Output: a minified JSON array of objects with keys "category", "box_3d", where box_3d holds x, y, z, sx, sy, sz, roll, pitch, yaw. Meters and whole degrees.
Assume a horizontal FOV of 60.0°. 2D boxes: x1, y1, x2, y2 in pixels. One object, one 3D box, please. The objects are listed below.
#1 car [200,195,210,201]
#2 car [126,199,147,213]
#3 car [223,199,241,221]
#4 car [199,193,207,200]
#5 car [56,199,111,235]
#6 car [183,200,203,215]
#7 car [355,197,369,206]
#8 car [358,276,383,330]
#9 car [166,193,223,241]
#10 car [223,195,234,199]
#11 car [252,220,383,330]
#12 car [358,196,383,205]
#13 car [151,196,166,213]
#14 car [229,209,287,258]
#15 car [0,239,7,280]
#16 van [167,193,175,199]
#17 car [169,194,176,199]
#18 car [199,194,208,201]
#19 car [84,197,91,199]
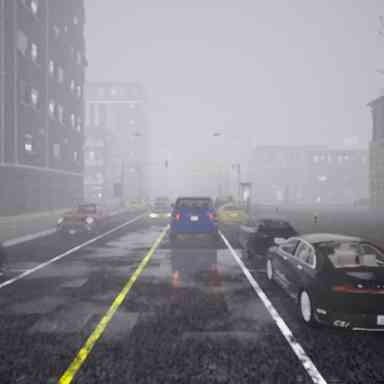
[{"category":"car","box_3d":[2.715,1.292,72.421,2.008,1.369,4.403,0,0,0]},{"category":"car","box_3d":[-5.679,1.388,34.304,1.752,1.417,4.829,0,0,0]},{"category":"car","box_3d":[2.698,1.431,23.560,1.752,1.417,4.829,0,0,0]},{"category":"car","box_3d":[2.719,1.154,83.814,1.967,1.590,4.097,0,0,0]},{"category":"car","box_3d":[-5.684,1.368,17.854,1.967,1.590,4.097,0,0,0]},{"category":"car","box_3d":[0.113,1.468,33.066,1.895,1.301,4.718,0,0,0]},{"category":"car","box_3d":[26.168,1.474,48.952,4.507,1.381,1.887,0,0,0]},{"category":"car","box_3d":[2.690,1.560,1.234,1.947,1.339,4.313,0,0,0]},{"category":"car","box_3d":[0.106,1.157,16.302,2.150,2.045,5.566,0,0,0]},{"category":"car","box_3d":[2.701,1.199,28.929,2.192,1.841,5.009,0,0,0]},{"category":"car","box_3d":[2.692,1.523,6.772,2.008,1.369,4.403,0,0,0]},{"category":"car","box_3d":[31.465,1.445,57.420,4.829,1.417,1.752,0,0,0]},{"category":"car","box_3d":[-3.048,1.212,34.718,2.097,1.767,4.553,0,0,0]},{"category":"car","box_3d":[2.694,1.516,12.311,1.947,1.339,4.313,0,0,0]},{"category":"car","box_3d":[-5.688,1.412,6.775,1.967,1.590,4.097,0,0,0]},{"category":"van","box_3d":[-5.660,1.043,89.515,1.690,1.788,3.998,0,0,0]},{"category":"car","box_3d":[-5.658,1.273,95.213,1.802,1.307,4.206,0,0,0]},{"category":"car","box_3d":[2.717,1.168,78.118,1.967,1.590,4.097,0,0,0]},{"category":"car","box_3d":[-17.256,1.069,48.710,5.009,1.841,2.192,0,0,0]}]
